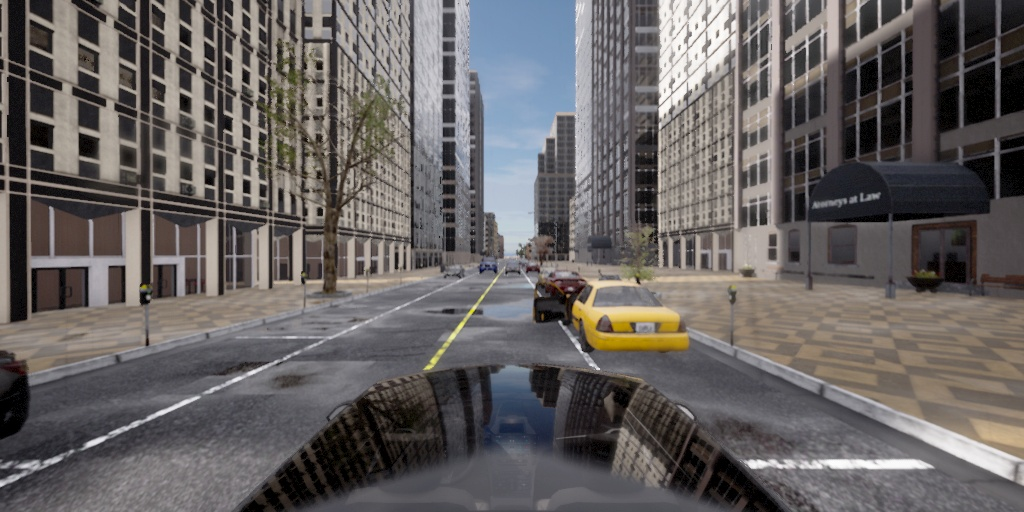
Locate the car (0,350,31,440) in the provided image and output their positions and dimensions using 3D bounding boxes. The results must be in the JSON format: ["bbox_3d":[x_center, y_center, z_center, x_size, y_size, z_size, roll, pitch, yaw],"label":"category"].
[{"bbox_3d":[-5.692,1.316,1.779,1.948,1.339,4.313,0,0,0],"label":"car"}]

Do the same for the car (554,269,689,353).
[{"bbox_3d":[2.351,1.246,8.880,1.801,1.575,5.366,0,0,0],"label":"car"}]

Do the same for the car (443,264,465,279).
[{"bbox_3d":[-5.690,1.483,35.627,2.007,1.370,4.403,0,0,0],"label":"car"}]

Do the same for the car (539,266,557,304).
[{"bbox_3d":[2.690,1.388,18.709,1.888,1.381,4.507,0,0,0],"label":"car"}]

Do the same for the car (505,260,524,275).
[{"bbox_3d":[0.095,1.521,43.376,2.033,1.411,5.357,0,0,0],"label":"car"}]

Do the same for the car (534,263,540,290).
[{"bbox_3d":[2.691,1.398,24.522,1.751,1.417,4.829,0,0,0],"label":"car"}]

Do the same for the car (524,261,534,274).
[{"bbox_3d":[2.692,1.537,46.923,1.888,1.381,4.507,0,0,0],"label":"car"}]

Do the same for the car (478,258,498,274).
[{"bbox_3d":[-3.003,1.213,46.505,2.150,2.045,5.566,0,0,0],"label":"car"}]
